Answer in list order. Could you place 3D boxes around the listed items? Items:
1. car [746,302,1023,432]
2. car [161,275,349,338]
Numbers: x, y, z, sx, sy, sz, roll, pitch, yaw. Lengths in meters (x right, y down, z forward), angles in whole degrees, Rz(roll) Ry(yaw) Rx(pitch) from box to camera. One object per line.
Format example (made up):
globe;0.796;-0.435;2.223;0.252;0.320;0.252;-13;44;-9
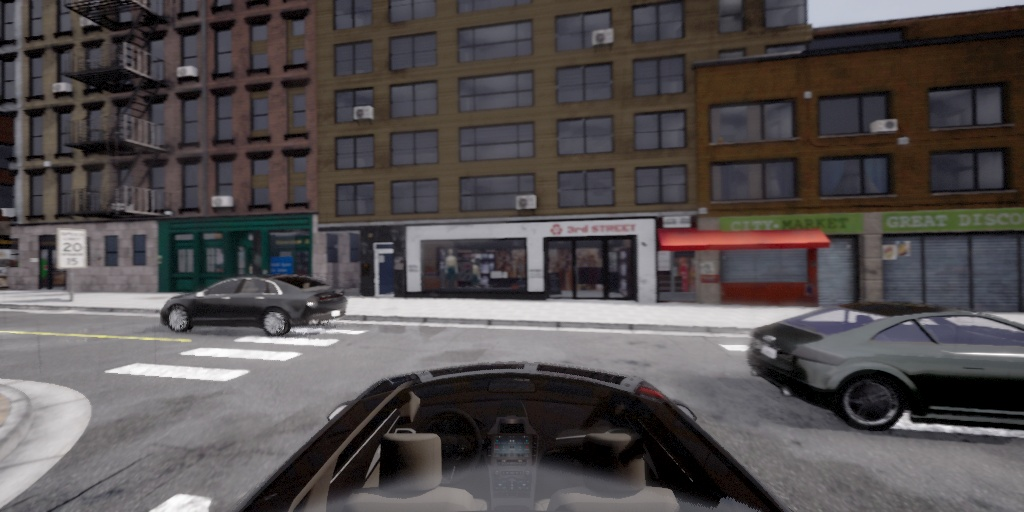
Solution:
car;5.622;1.339;4.756;4.181;1.385;1.994;0;0;10
car;-7.053;1.277;9.926;4.892;1.490;1.837;0;0;10
